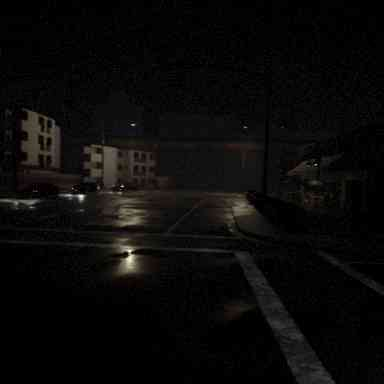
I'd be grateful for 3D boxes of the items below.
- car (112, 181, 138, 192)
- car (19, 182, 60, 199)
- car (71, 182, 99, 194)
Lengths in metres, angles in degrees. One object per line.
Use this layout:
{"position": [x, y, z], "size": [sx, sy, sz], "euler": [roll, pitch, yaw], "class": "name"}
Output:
{"position": [-10.451, -0.921, 52.175], "size": [2.097, 1.767, 4.553], "euler": [3, 2, 27], "class": "car"}
{"position": [-14.891, -0.214, 32.741], "size": [1.882, 1.535, 5.008], "euler": [2, 2, 7], "class": "car"}
{"position": [-13.536, -0.501, 42.401], "size": [1.837, 1.490, 4.892], "euler": [2, 2, 10], "class": "car"}
